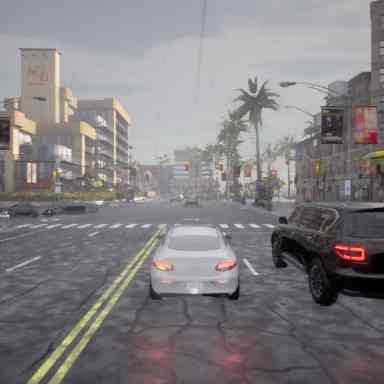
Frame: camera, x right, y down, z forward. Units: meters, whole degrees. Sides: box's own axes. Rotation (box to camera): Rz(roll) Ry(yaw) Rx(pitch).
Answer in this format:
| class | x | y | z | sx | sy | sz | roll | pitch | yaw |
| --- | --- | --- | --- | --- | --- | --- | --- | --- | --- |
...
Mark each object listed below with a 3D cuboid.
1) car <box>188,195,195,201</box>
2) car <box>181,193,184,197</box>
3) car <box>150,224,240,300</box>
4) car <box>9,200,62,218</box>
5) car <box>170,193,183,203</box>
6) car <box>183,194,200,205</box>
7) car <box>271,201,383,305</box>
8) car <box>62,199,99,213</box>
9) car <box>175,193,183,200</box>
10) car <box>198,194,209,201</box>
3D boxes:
| class | x | y | z | sx | sy | sz | roll | pitch | yaw |
| --- | --- | --- | --- | --- | --- | --- | --- | --- | --- |
| car | -0.092 | 1.595 | 87.638 | 1.895 | 1.301 | 4.718 | 0 | 0 | 0 |
| car | -3.585 | 1.540 | 81.443 | 2.033 | 1.411 | 5.357 | 0 | 0 | 0 |
| car | 0.061 | 1.526 | 8.289 | 1.812 | 1.442 | 4.674 | 0 | 0 | 0 |
| car | -14.216 | 1.564 | 29.651 | 4.181 | 1.385 | 1.994 | 0 | 0 | 22 |
| car | -3.574 | 1.553 | 71.265 | 1.994 | 1.385 | 4.181 | 0 | 0 | 0 |
| car | -0.028 | 1.564 | 59.622 | 1.994 | 1.385 | 4.181 | 0 | 0 | 1 |
| car | 3.559 | 1.221 | 8.232 | 2.150 | 2.045 | 5.566 | 0 | 0 | 0 |
| car | -12.538 | 1.491 | 35.585 | 4.902 | 1.511 | 2.128 | 0 | 0 | -12 |
| car | -3.599 | 1.225 | 91.812 | 2.150 | 2.045 | 5.566 | 0 | 0 | 0 |
| car | 3.406 | 1.355 | 88.892 | 2.097 | 1.767 | 4.553 | 0 | 0 | 0 |
